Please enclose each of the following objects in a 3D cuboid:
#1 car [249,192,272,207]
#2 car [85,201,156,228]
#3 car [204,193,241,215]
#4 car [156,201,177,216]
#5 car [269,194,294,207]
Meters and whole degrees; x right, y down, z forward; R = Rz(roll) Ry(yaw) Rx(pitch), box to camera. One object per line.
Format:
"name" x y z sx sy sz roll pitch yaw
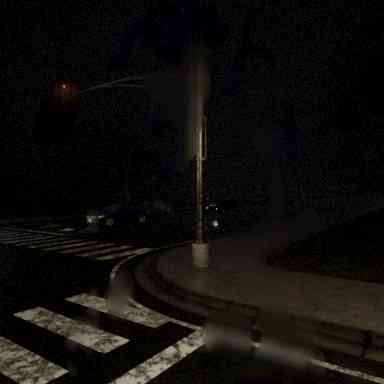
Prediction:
"car" 10.473 1.079 49.702 2.150 2.045 5.566 0 0 35
"car" -4.849 1.465 22.169 1.812 1.442 4.674 0 0 36
"car" 2.945 1.114 33.337 2.150 2.045 5.566 0 0 35
"car" -3.563 1.472 29.686 2.033 1.411 5.357 0 0 35
"car" 13.268 1.352 48.027 1.837 1.490 4.892 0 0 35
